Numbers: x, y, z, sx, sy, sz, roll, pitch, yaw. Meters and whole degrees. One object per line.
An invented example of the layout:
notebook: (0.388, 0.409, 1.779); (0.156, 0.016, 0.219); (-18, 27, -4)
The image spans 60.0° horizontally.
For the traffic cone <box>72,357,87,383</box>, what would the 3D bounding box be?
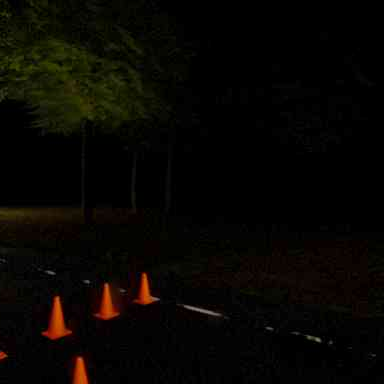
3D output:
traffic cone: (-1.140, 1.972, 3.372); (0.340, 0.580, 0.340); (0, 0, 36)

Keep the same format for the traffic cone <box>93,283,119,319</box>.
traffic cone: (-1.589, 1.986, 6.164); (0.340, 0.580, 0.340); (0, 0, 36)

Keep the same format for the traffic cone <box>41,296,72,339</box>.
traffic cone: (-2.175, 1.980, 5.354); (0.340, 0.580, 0.340); (0, 0, 36)

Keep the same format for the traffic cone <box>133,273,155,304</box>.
traffic cone: (-1.004, 1.993, 6.975); (0.340, 0.580, 0.340); (0, 0, 36)

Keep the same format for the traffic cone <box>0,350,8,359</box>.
traffic cone: (-2.761, 1.973, 4.544); (0.340, 0.580, 0.340); (0, 0, 36)
